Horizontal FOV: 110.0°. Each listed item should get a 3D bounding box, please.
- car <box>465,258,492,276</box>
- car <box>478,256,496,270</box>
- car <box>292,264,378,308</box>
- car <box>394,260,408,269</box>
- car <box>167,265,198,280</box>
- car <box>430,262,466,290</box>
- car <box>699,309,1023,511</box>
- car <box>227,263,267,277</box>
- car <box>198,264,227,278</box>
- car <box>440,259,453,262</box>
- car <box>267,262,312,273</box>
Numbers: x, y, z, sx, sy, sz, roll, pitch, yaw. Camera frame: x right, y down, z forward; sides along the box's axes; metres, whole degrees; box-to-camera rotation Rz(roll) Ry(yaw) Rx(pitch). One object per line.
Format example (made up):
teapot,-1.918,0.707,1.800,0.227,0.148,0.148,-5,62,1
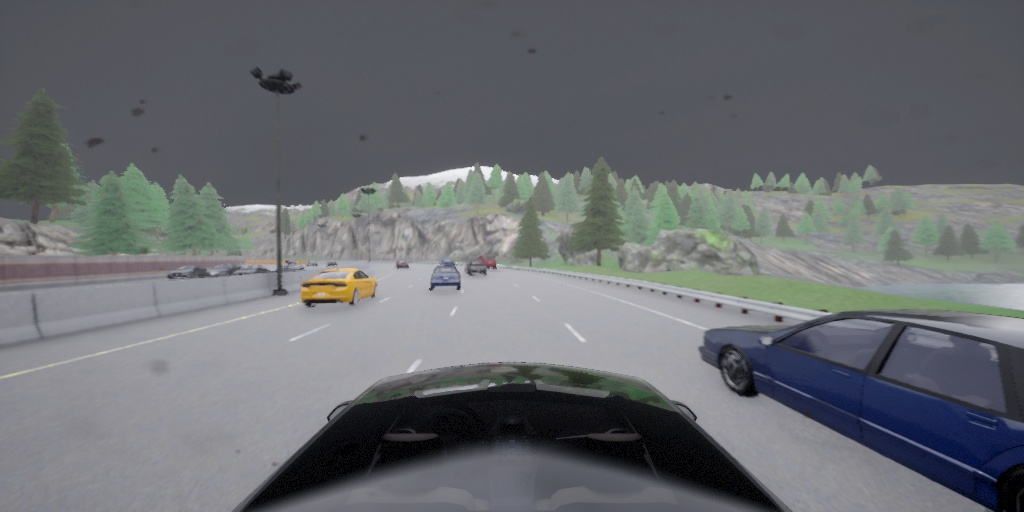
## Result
car,-3.894,1.242,37.745,2.128,1.511,4.902,0,0,-14
car,-3.892,0.959,51.728,2.150,2.045,5.566,0,0,-19
car,-7.433,1.293,15.920,1.882,1.535,5.008,0,0,-6
car,-19.087,1.418,61.970,1.812,1.442,4.674,0,0,-24
car,-32.739,1.633,36.445,1.994,1.385,4.181,-1,0,-14
car,-4.249,1.321,22.900,2.033,1.411,5.357,-1,0,-10
car,4.125,1.250,3.464,2.033,1.411,5.357,-1,0,-3
car,-25.102,1.552,34.744,1.994,1.385,4.181,-1,0,-13
car,-29.202,1.522,36.728,2.128,1.511,4.902,-1,0,-15
car,-11.157,1.284,61.090,1.882,1.535,5.008,0,0,-23
car,-21.522,1.550,34.914,1.895,1.301,4.718,-1,0,-13
